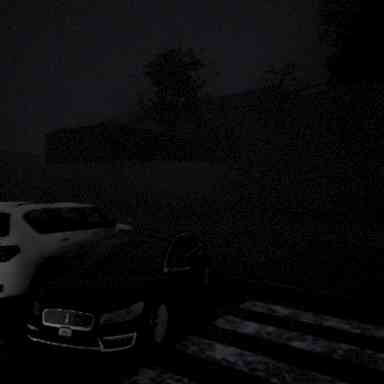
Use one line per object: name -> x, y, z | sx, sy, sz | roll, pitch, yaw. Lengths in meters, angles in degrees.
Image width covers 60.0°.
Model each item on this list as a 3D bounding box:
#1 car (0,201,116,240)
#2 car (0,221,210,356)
car -> -3.351, 1.248, 8.224 | 2.435, 2.045, 5.566 | 0, -1, 16
car -> -0.919, 1.497, 6.465 | 2.231, 1.521, 4.892 | 0, -1, 15
